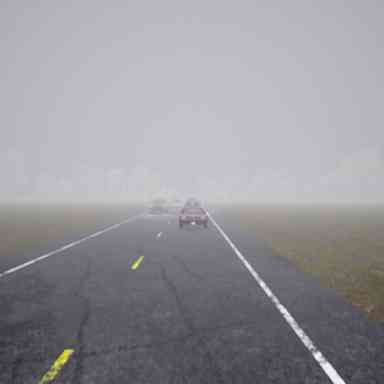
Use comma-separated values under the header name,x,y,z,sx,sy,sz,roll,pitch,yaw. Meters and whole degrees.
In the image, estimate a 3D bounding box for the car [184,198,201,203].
name,x,y,z,sx,sy,sz,roll,pitch,yaw
car,0.074,1.530,42.098,2.097,1.767,4.553,0,0,0

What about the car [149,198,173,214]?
name,x,y,z,sx,sy,sz,roll,pitch,yaw
car,-3.613,1.511,37.594,2.097,1.767,4.553,0,0,0

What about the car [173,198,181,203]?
name,x,y,z,sx,sy,sz,roll,pitch,yaw
car,-3.547,1.913,75.651,1.895,1.301,4.718,0,0,0

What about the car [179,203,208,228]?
name,x,y,z,sx,sy,sz,roll,pitch,yaw
car,0.085,1.699,23.217,1.895,1.301,4.718,0,0,0
